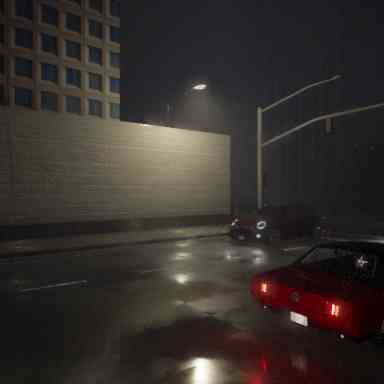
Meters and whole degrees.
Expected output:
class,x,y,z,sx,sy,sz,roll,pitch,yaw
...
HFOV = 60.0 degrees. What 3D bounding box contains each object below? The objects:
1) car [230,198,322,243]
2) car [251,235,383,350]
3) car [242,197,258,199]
class,x,y,z,sx,sy,sz,roll,pitch,yaw
car,3.913,1.351,15.360,4.553,1.767,2.097,0,0,-35
car,3.418,1.601,6.225,4.718,1.301,1.895,0,0,-35
car,6.813,1.407,34.686,2.097,1.767,4.553,0,0,-35
